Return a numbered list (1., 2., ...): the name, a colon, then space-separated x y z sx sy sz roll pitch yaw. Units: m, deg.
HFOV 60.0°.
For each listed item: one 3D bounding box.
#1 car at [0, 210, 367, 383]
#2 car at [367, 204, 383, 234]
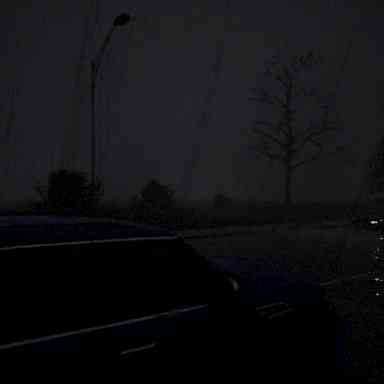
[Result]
1. car: -1.010 1.213 2.931 5.566 2.045 2.150 0 0 -35
2. car: 11.069 1.420 18.612 5.008 1.535 1.882 0 0 -27
